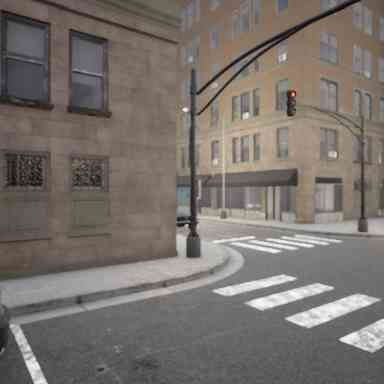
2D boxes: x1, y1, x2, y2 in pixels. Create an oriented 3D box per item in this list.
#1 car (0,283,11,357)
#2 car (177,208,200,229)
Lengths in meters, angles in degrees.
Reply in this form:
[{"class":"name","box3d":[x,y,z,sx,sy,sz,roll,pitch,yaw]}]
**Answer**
[{"class":"car","box3d":[-4.240,1.551,3.163,4.403,1.369,2.008,0,0,-36]},{"class":"car","box3d":[-1.575,1.502,19.969,1.895,1.301,4.718,0,0,-36]}]
